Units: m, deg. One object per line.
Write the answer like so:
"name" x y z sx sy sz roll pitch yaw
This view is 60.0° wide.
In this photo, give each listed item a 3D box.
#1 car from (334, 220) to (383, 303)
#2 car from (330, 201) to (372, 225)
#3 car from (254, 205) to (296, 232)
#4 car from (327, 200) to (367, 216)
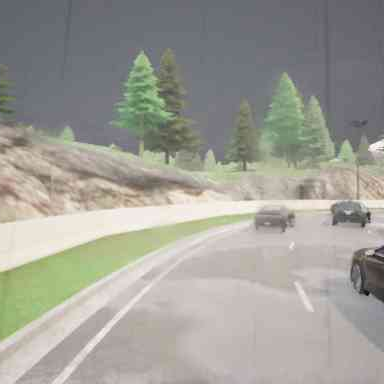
"car" 4.376 1.534 5.846 2.128 1.511 4.902 0 0 8
"car" 11.733 1.471 24.258 2.097 1.767 4.553 1 0 33
"car" 5.235 1.551 20.628 2.128 1.511 4.902 0 0 26
"car" 16.438 1.659 35.230 4.902 1.511 2.128 1 0 -42
